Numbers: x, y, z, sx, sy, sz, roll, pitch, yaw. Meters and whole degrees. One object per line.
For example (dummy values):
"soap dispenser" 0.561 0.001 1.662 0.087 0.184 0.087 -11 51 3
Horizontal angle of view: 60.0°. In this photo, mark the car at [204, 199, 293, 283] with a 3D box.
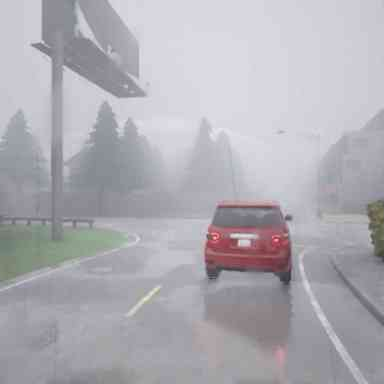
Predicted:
"car" 1.850 1.279 10.176 2.150 2.045 5.566 0 -1 14

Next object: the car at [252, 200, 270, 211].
"car" 9.727 1.873 46.553 1.895 1.301 4.718 0 0 18

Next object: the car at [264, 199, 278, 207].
"car" 14.433 1.959 60.596 1.895 1.301 4.718 0 0 19

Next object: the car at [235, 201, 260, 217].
"car" 5.924 1.728 35.084 1.812 1.442 4.674 0 0 18
